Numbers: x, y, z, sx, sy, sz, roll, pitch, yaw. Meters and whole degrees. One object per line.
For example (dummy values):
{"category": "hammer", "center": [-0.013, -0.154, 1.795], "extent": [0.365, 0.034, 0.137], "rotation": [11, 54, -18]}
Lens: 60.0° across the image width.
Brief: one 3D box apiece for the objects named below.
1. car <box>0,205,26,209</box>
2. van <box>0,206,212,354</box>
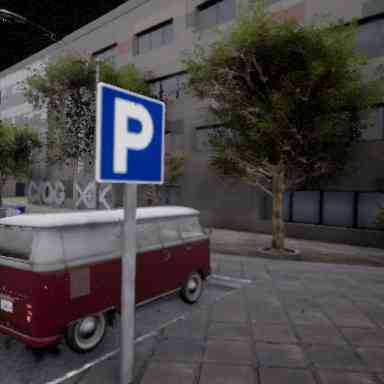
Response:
{"category": "car", "center": [-8.161, 1.500, 11.078], "extent": [2.435, 2.045, 5.566], "rotation": [-2, -1, 36]}
{"category": "van", "center": [-1.279, 1.302, 6.340], "extent": [1.878, 1.987, 4.442], "rotation": [-1, -1, 36]}
